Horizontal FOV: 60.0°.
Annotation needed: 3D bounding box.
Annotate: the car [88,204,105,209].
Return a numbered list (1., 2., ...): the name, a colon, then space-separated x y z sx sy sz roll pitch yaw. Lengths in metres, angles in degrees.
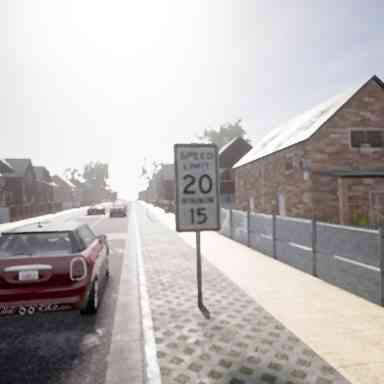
1. car: -11.972 2.158 41.930 1.994 1.385 4.181 -1 -1 -10

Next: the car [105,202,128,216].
1. car: -8.460 2.027 38.180 2.033 1.411 5.357 -1 -1 -10

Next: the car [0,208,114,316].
1. car: -3.105 1.442 7.662 2.097 1.767 4.553 -1 -1 -10

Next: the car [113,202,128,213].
1. car: -10.285 2.171 48.158 2.033 1.411 5.357 -1 -1 -10
